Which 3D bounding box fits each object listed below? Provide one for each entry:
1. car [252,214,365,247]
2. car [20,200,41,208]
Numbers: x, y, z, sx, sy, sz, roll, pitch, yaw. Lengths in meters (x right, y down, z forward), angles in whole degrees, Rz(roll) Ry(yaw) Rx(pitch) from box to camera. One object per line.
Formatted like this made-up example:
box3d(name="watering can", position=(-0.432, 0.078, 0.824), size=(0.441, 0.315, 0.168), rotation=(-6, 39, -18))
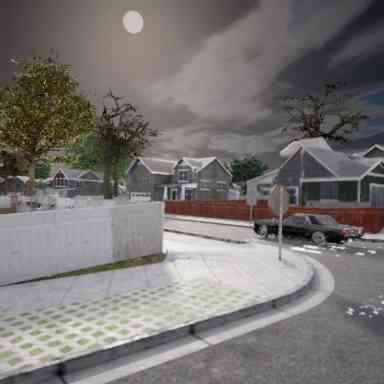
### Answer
box3d(name="car", position=(5.018, 1.637, 15.081), size=(1.895, 1.301, 4.718), rotation=(3, -2, -38))
box3d(name="car", position=(-21.969, 1.394, 44.950), size=(1.812, 1.442, 4.674), rotation=(3, -2, -43))
